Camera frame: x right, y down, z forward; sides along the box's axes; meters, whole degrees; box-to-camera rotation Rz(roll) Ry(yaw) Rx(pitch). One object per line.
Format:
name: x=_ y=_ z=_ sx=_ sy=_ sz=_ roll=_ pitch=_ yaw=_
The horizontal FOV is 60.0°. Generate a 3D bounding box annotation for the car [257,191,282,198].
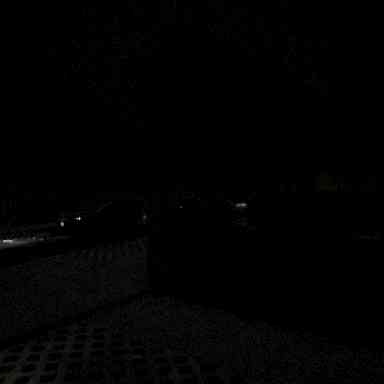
car: x=8.734 y=0.631 z=36.750 sx=1.812 sy=1.442 sz=4.674 roll=0 pitch=1 yaw=36

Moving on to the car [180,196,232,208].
car: x=1.210 y=0.994 z=26.186 sx=2.033 sy=1.411 sz=5.357 roll=0 pitch=2 yaw=35

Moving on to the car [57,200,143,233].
car: x=-4.749 y=1.201 z=17.794 sx=2.128 sy=1.511 sz=4.902 roll=0 pitch=1 yaw=35
